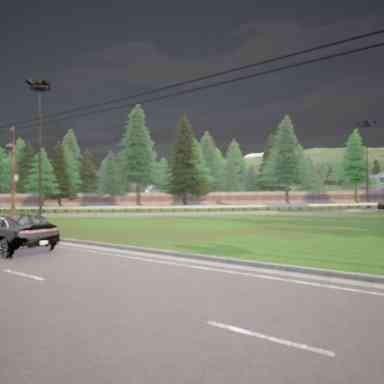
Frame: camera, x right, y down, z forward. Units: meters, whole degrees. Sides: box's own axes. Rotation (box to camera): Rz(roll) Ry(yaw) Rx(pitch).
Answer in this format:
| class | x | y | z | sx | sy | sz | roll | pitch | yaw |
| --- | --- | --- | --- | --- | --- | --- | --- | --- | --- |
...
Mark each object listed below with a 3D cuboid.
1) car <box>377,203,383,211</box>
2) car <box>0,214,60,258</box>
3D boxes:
| class | x | y | z | sx | sy | sz | roll | pitch | yaw |
| --- | --- | --- | --- | --- | --- | --- | --- | --- | --- |
| car | 24.221 | 1.505 | 39.038 | 5.008 | 1.535 | 1.882 | 0 | 0 | -13 |
| car | -7.306 | 1.634 | 13.423 | 4.902 | 1.511 | 2.128 | -1 | 0 | 36 |
